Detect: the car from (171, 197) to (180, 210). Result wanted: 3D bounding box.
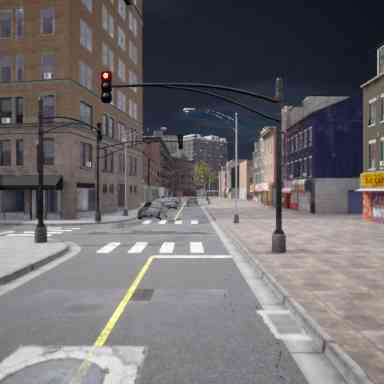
[{"bbox_3d":[-2.884,1.571,42.544,1.994,1.385,4.181,0,0,0],"label":"car"}]

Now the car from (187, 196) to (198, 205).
[{"bbox_3d":[0.051,1.508,59.333,2.128,1.511,4.902,0,0,0],"label":"car"}]

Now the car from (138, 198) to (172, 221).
[{"bbox_3d":[-3.138,1.508,27.577,1.837,1.490,4.892,0,0,5],"label":"car"}]
